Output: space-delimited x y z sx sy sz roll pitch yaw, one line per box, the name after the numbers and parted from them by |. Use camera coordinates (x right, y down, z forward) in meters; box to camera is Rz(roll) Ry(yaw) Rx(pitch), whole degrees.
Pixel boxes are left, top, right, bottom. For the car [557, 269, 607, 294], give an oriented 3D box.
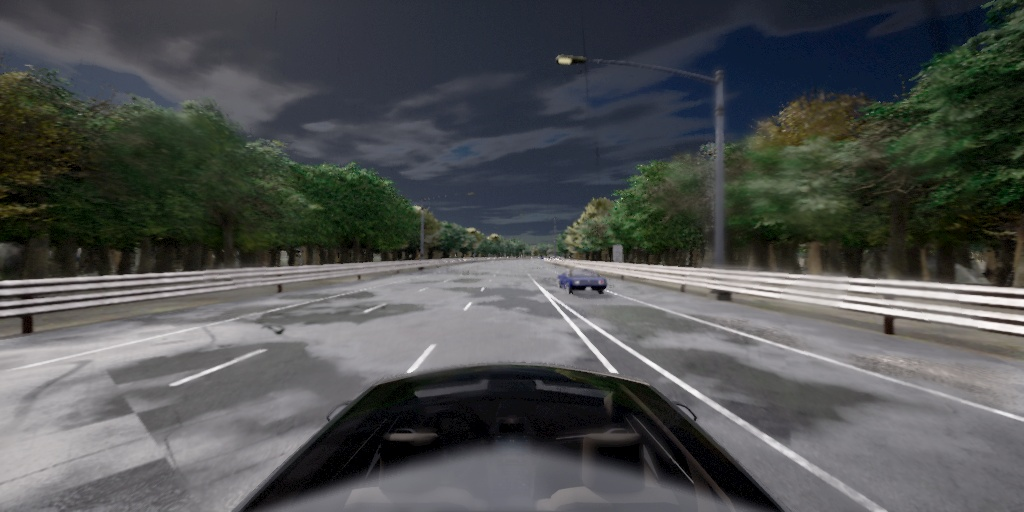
3.739 1.340 19.961 1.895 1.301 4.718 0 0 -2 | car
